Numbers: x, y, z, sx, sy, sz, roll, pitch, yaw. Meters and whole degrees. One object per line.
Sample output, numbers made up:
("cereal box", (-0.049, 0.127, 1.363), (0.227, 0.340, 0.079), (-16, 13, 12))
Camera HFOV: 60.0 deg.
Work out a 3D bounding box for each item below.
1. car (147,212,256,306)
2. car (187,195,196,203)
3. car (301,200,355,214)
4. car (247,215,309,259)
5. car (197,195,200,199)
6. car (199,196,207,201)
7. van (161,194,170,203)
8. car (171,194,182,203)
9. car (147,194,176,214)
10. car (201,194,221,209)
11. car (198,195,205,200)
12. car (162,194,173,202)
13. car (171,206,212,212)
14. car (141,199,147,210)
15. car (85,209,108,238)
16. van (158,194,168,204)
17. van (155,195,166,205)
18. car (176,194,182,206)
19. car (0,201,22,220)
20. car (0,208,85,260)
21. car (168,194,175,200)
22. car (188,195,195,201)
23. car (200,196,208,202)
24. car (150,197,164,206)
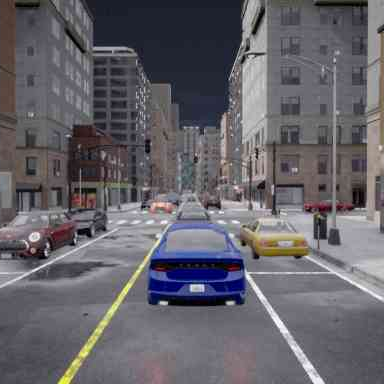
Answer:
("car", (0.085, 1.477, 8.109), (1.882, 1.535, 5.008), (0, 0, 0))
("car", (-0.110, 1.574, 74.002), (2.128, 1.511, 4.902), (0, 0, 0))
("car", (13.311, 1.456, 32.830), (4.718, 1.301, 1.895), (-1, 1, -1))
("car", (2.830, 1.526, 12.374), (1.752, 1.417, 4.829), (-1, 0, 0))
("car", (2.752, 1.367, 66.916), (2.192, 1.841, 5.009), (-1, 0, 0))
("car", (2.734, 1.627, 83.673), (1.947, 1.339, 4.313), (-1, 0, 0))
("van", (-5.787, 1.397, 72.490), (1.690, 1.788, 3.998), (-1, 0, 0))
("car", (-3.105, 1.405, 68.770), (2.097, 1.767, 4.553), (0, 0, 0))
("car", (-3.154, 1.372, 35.179), (2.097, 1.767, 4.553), (0, 0, 0))
("car", (2.780, 1.347, 44.572), (2.192, 1.841, 5.009), (-1, 0, 0))
("car", (2.721, 1.617, 94.845), (2.008, 1.369, 4.403), (-1, 0, 0))
("car", (-5.795, 1.374, 78.076), (2.192, 1.841, 5.009), (-1, 0, 0))
("car", (0.074, 1.604, 17.472), (1.895, 1.301, 4.718), (0, 0, 0))
("car", (-5.743, 1.598, 44.560), (1.947, 1.339, 4.313), (-1, 0, 0))
("car", (-5.703, 1.569, 17.687), (1.947, 1.339, 4.313), (-1, 0, 0))
("van", (-5.779, 1.393, 66.904), (1.690, 1.788, 3.998), (-1, 0, 0))
("van", (-5.770, 1.389, 61.317), (1.690, 1.788, 3.998), (-1, 0, 0))
("car", (-3.170, 1.263, 53.461), (2.150, 2.045, 5.566), (0, 0, 0))
("car", (-18.071, 1.662, 29.470), (5.008, 1.535, 1.882), (-1, 1, -1))
("car", (-5.696, 1.441, 12.190), (1.967, 1.590, 4.097), (-1, 0, 0))
("car", (-5.818, 1.506, 94.832), (1.967, 1.590, 4.097), (-1, 0, 0))
("car", (-0.125, 1.531, 84.454), (1.895, 1.301, 4.718), (0, 0, 0))
("car", (2.740, 1.584, 78.258), (1.752, 1.417, 4.829), (-1, 0, 0))
("car", (-5.760, 1.568, 55.562), (1.752, 1.417, 4.829), (-1, 0, 0))
